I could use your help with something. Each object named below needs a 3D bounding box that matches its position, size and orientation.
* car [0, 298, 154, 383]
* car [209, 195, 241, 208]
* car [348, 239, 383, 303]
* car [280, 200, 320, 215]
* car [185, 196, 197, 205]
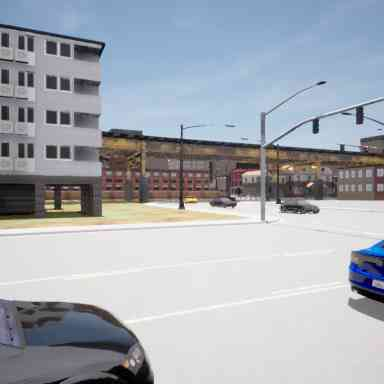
[{"bbox_3d":[-2.428,1.564,2.750,4.181,1.385,1.994,0,0,-32],"label":"car"},{"bbox_3d":[4.447,1.548,48.090,2.033,1.411,5.357,0,0,-25],"label":"car"},{"bbox_3d":[5.550,1.478,6.903,5.008,1.535,1.882,0,0,-25],"label":"car"},{"bbox_3d":[11.023,1.525,34.384,1.812,1.442,4.674,0,0,-26],"label":"car"},{"bbox_3d":[-0.229,1.477,61.096,1.882,1.535,5.008,0,0,-4],"label":"car"}]
